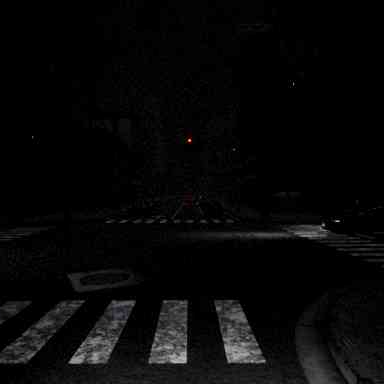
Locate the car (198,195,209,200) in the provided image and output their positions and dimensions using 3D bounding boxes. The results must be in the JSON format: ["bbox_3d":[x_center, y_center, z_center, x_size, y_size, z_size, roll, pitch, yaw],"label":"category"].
[{"bbox_3d":[2.349,1.637,52.710,1.947,1.339,4.313,0,0,0],"label":"car"}]

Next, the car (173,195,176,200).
[{"bbox_3d":[-5.646,1.694,80.272,2.008,1.369,4.403,0,0,0],"label":"car"}]

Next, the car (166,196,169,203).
[{"bbox_3d":[-5.670,1.634,58.229,2.008,1.369,4.403,0,0,0],"label":"car"}]

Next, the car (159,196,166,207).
[{"bbox_3d":[-5.676,1.653,52.718,1.802,1.307,4.206,0,0,0],"label":"car"}]

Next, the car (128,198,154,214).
[{"bbox_3d":[-5.694,1.480,36.186,1.967,1.590,4.097,0,0,0],"label":"car"}]

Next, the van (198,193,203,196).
[{"bbox_3d":[2.355,1.424,58.221,1.690,1.788,3.998,0,0,0],"label":"van"}]

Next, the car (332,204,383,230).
[{"bbox_3d":[11.830,1.505,20.688,5.357,1.411,2.033,0,0,-1],"label":"car"}]

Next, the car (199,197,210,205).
[{"bbox_3d":[2.361,1.647,63.731,2.008,1.369,4.403,0,0,0],"label":"car"}]

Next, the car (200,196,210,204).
[{"bbox_3d":[2.343,1.641,47.199,1.802,1.307,4.206,0,0,0],"label":"car"}]

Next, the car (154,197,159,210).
[{"bbox_3d":[-5.688,1.490,41.697,1.967,1.590,4.097,0,0,0],"label":"car"}]

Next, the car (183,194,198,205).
[{"bbox_3d":[-0.277,1.601,63.326,1.837,1.490,4.892,0,0,0],"label":"car"}]

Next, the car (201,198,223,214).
[{"bbox_3d":[2.331,1.606,36.177,1.947,1.339,4.313,0,0,0],"label":"car"}]

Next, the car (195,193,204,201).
[{"bbox_3d":[2.022,1.401,90.176,2.150,2.045,5.566,0,0,0],"label":"car"}]

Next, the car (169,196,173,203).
[{"bbox_3d":[-5.658,1.552,69.250,1.967,1.590,4.097,0,0,0],"label":"car"}]

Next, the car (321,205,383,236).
[{"bbox_3d":[9.360,1.452,17.432,4.902,1.511,2.128,0,0,0],"label":"car"}]
